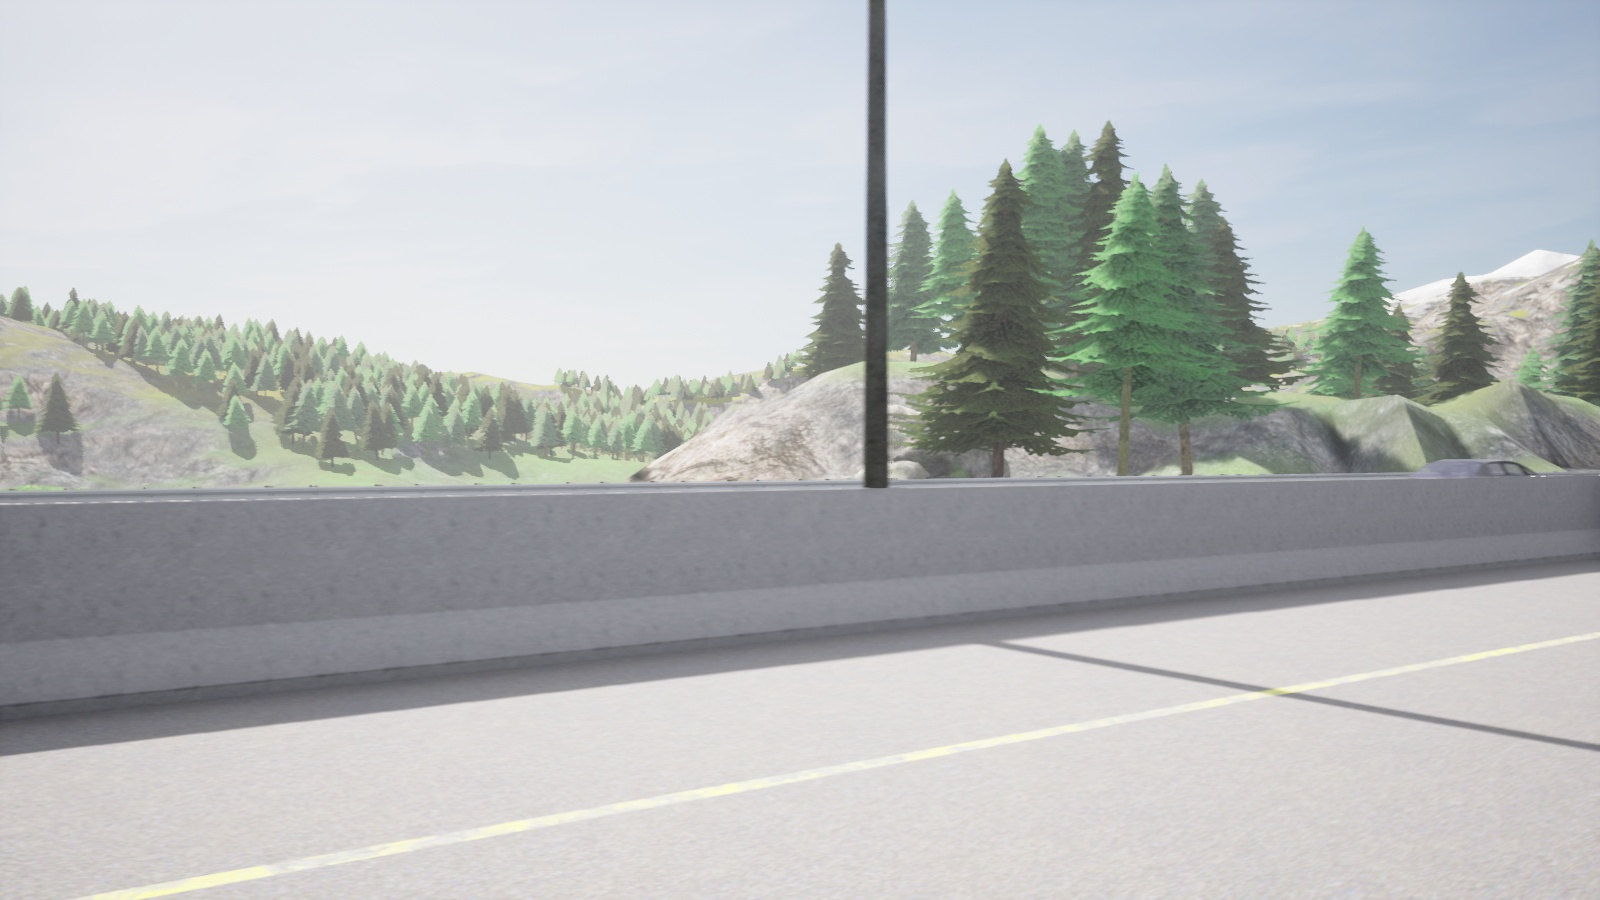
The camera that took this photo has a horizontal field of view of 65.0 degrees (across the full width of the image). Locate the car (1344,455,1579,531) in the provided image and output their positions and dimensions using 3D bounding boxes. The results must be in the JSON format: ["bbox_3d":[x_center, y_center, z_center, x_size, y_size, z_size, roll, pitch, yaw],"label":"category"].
[{"bbox_3d":[13.769,0.827,26.018,5.357,1.411,2.033,0,0,-34],"label":"car"}]
